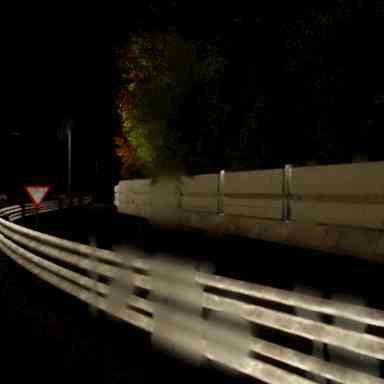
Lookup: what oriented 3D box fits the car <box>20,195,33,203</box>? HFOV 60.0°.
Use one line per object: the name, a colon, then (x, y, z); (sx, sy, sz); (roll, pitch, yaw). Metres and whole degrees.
car: (-31.723, 1.222, 63.790); (1.994, 1.385, 4.181); (0, 0, -21)
